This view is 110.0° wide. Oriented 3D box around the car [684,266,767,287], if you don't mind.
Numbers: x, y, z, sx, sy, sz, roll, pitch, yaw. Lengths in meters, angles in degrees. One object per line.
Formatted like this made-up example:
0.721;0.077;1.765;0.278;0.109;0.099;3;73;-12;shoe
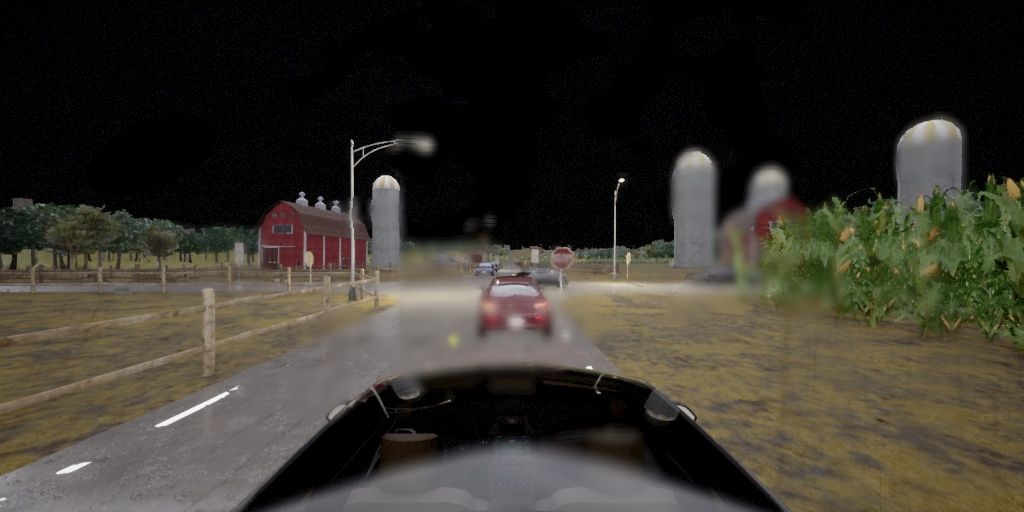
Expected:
15.374;1.441;25.663;5.357;1.411;2.033;1;1;0;car

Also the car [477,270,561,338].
0.035;1.283;10.125;1.812;1.442;4.674;0;0;-2;car

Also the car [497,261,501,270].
-2.933;1.530;48.929;1.994;1.385;4.181;0;0;0;car

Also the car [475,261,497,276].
-2.920;1.433;39.903;1.812;1.442;4.674;0;0;0;car

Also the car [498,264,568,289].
1.564;1.387;22.644;4.181;1.385;1.994;1;-1;-35;car
